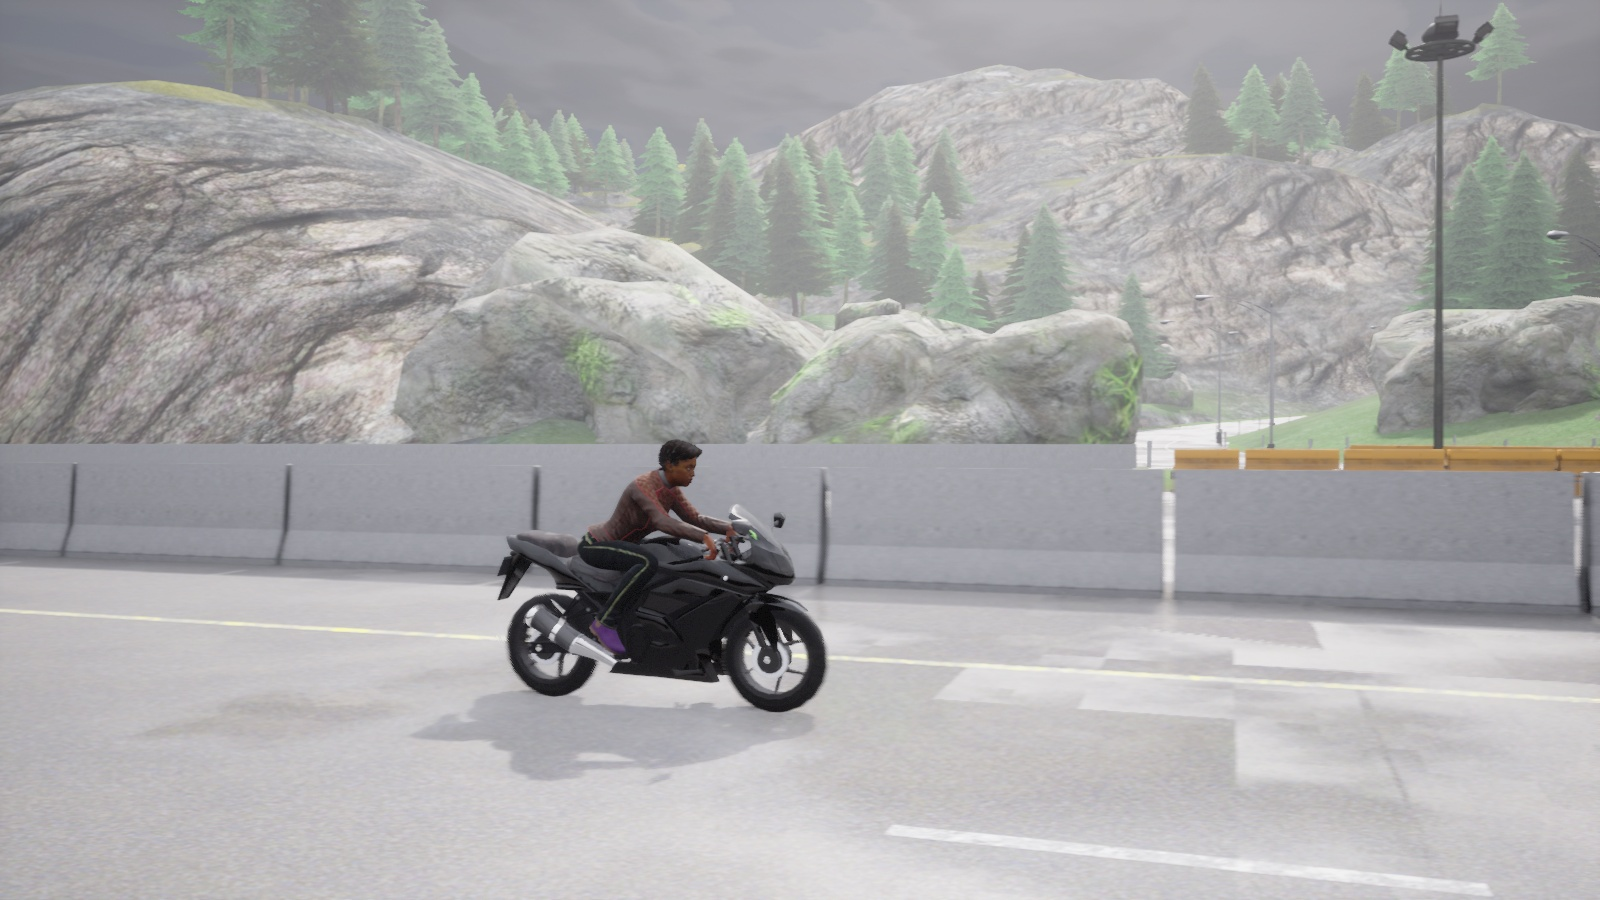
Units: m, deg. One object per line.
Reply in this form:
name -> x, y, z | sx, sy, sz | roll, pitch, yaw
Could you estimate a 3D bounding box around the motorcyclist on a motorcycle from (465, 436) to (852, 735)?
motorcyclist on a motorcycle -> -0.799, 0.691, 7.154 | 2.044, 1.523, 0.797 | 1, 1, 19
